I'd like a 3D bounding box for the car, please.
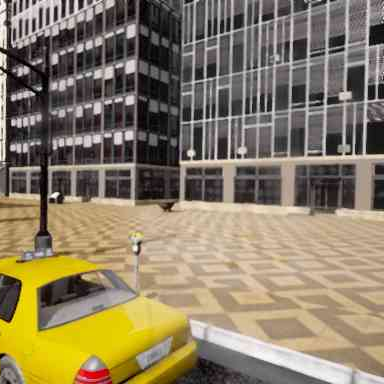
[{"bbox_3d":[-2.221,1.431,4.474,4.829,1.417,1.752,2,1,36],"label":"car"}]
